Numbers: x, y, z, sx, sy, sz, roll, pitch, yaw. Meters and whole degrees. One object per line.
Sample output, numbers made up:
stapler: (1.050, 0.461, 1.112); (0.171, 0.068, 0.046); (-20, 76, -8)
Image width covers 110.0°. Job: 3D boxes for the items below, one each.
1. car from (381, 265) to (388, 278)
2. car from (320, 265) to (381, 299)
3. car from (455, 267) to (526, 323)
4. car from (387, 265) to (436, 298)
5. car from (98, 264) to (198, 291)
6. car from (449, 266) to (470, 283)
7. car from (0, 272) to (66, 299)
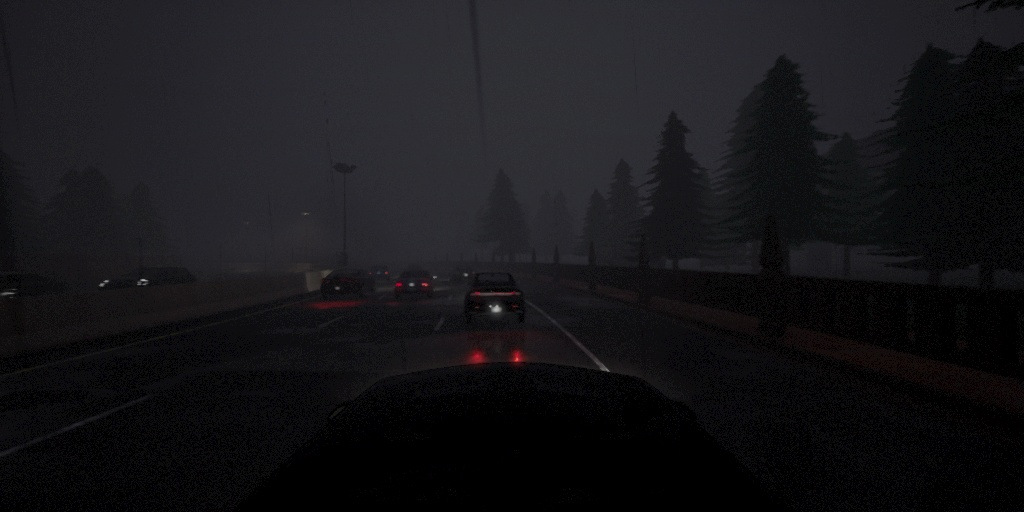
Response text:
car: (-12.540, 1.567, 34.012); (2.033, 1.411, 5.357); (0, 0, -18)
car: (-8.805, 1.389, 19.636); (1.882, 1.535, 5.008); (0, 0, -10)
car: (-0.671, 1.308, 12.485); (2.128, 1.511, 4.902); (0, 0, -5)
car: (-5.219, 1.435, 19.583); (2.033, 1.411, 5.357); (0, 0, -10)
car: (-19.622, 1.335, 19.590); (2.097, 1.767, 4.553); (0, 0, -12)
car: (-4.230, 1.509, 30.750); (1.994, 1.385, 4.181); (0, 0, -16)
car: (-22.383, 1.484, 15.358); (1.837, 1.490, 4.892); (0, -1, -10)
